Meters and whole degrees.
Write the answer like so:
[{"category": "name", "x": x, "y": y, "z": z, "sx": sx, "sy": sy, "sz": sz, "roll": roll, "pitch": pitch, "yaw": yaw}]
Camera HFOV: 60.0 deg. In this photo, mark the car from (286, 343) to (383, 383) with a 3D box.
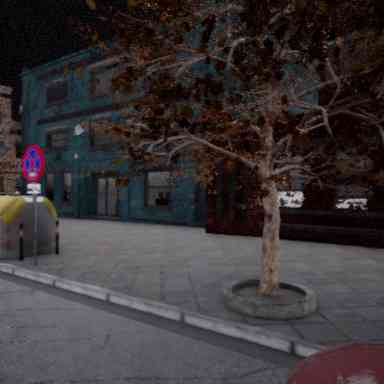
[{"category": "car", "x": 2.718, "y": 1.525, "z": 1.438, "sx": 4.674, "sy": 1.442, "sz": 1.812, "roll": 0, "pitch": 0, "yaw": 36}]
